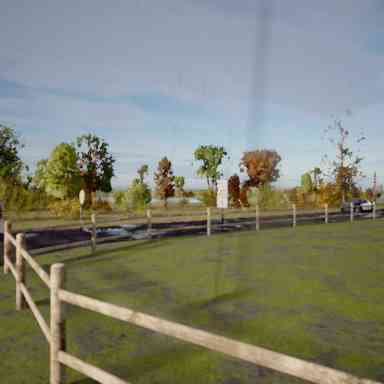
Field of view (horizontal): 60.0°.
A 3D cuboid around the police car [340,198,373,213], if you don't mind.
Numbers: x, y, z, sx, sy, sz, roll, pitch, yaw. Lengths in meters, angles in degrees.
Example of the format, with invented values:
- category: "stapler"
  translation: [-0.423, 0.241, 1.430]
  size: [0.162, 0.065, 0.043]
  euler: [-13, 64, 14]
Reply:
- category: "police car"
  translation: [18.427, 1.511, 37.116]
  size: [4.974, 1.542, 2.038]
  euler: [0, 0, -37]
